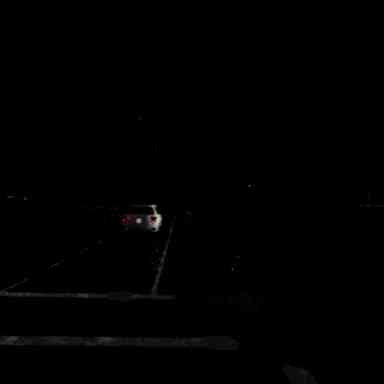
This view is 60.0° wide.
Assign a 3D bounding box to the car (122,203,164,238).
[{"bbox_3d":[-3.106,1.770,21.508,2.150,2.045,5.566,2,-2,-2],"label":"car"}]

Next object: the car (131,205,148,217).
[{"bbox_3d":[-7.698,2.749,48.945,1.837,1.490,4.892,2,-2,-2],"label":"car"}]

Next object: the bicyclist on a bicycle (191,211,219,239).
[{"bbox_3d":[0.774,1.904,19.293,1.656,1.620,0.582,2,-2,-2],"label":"bicyclist on a bicycle"}]
